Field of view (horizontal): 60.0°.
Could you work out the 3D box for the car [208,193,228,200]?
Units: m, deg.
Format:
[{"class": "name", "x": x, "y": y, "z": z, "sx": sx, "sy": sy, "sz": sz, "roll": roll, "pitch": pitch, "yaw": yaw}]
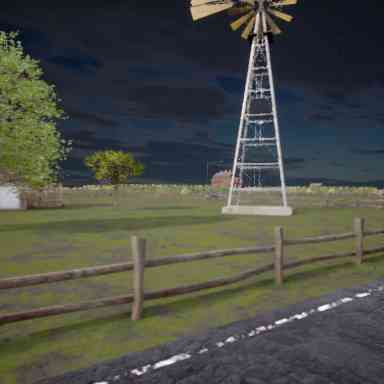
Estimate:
[{"class": "car", "x": 5.152, "y": 0.899, "z": 67.029, "sx": 2.128, "sy": 1.511, "sz": 4.902, "roll": 1, "pitch": 0, "yaw": -36}]
